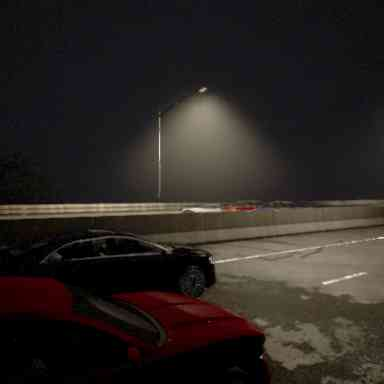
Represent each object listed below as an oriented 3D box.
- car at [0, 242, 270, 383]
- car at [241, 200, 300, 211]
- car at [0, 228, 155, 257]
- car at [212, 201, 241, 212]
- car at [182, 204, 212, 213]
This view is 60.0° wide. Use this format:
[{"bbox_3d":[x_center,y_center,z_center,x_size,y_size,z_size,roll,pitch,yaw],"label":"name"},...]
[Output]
[{"bbox_3d":[-1.509,1.479,2.670,5.008,1.535,1.882,1,0,-35],"label":"car"},{"bbox_3d":[6.410,1.506,25.729,4.553,1.767,2.097,1,0,-35],"label":"car"},{"bbox_3d":[-1.695,1.510,6.833,4.902,1.511,2.128,1,0,-35],"label":"car"},{"bbox_3d":[4.378,1.505,28.579,4.553,1.767,2.097,1,0,-35],"label":"car"},{"bbox_3d":[1.417,1.745,30.768,4.718,1.301,1.895,1,0,-35],"label":"car"}]
